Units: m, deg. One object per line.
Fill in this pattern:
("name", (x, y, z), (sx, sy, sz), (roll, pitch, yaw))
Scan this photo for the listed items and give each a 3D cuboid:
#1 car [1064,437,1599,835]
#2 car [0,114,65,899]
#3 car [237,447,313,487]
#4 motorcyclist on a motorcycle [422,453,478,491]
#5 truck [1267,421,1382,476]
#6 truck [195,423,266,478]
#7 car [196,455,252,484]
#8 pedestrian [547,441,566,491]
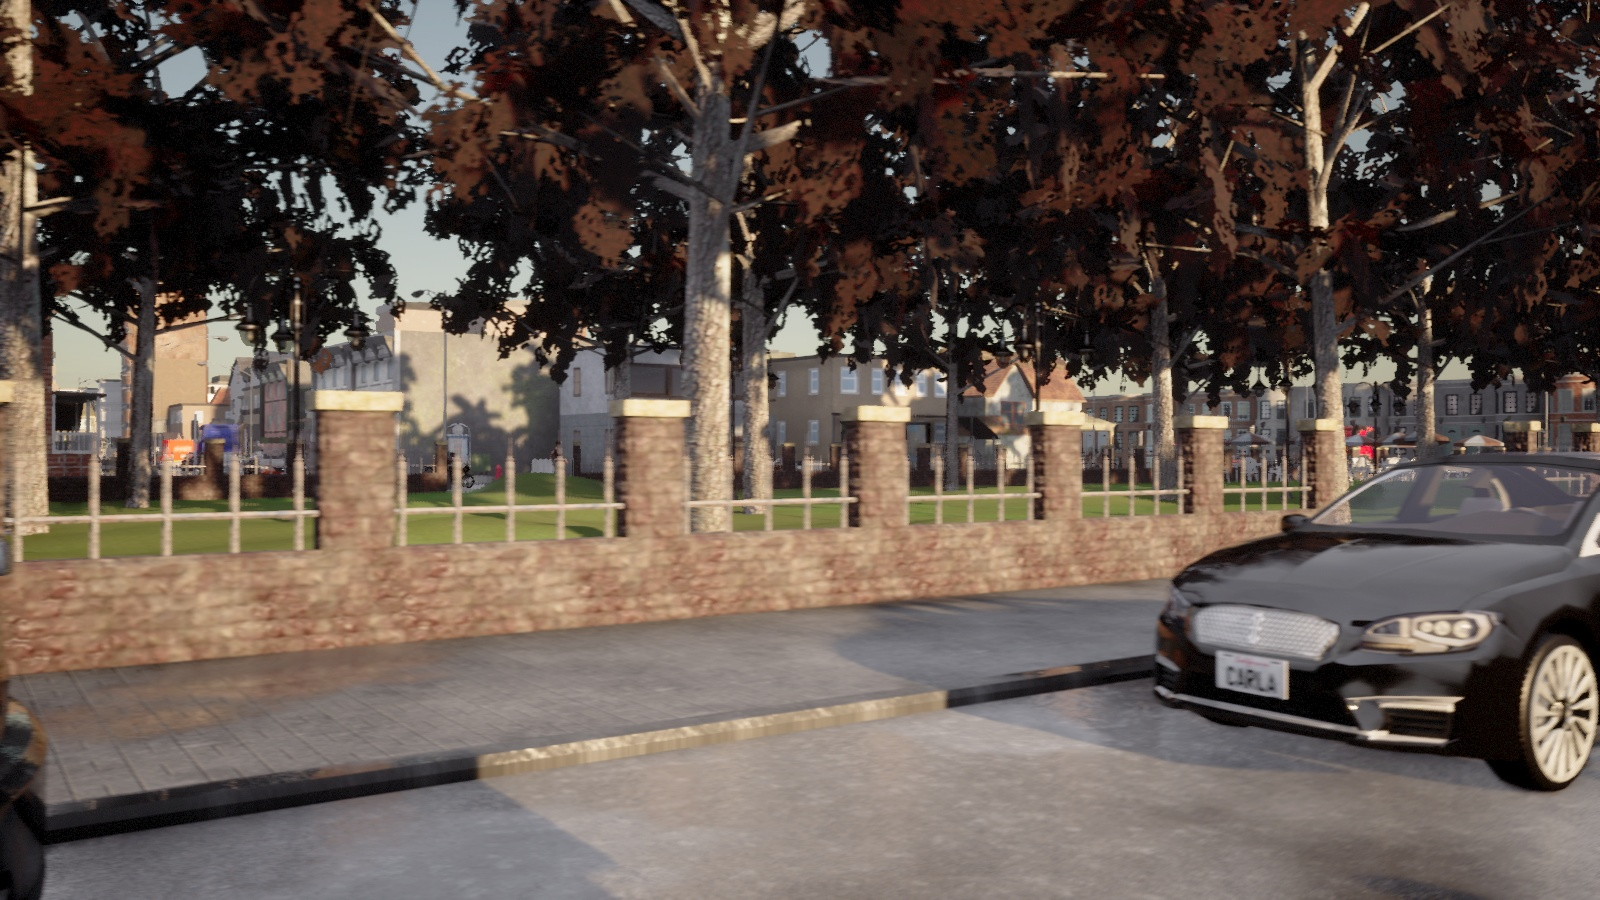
("car", (3.995, 0.710, 7.049), (4.902, 1.511, 2.128), (0, 0, -35))
("car", (-4.133, 0.476, 1.397), (5.566, 2.045, 2.150), (0, 0, -35))
("car", (-23.079, 0.707, 55.069), (2.152, 1.651, 5.027), (0, 0, -34))
("motorcyclist on a motorcycle", (-14.147, 0.881, 50.839), (2.044, 1.523, 0.797), (0, -2, -4))
("truck", (34.858, -0.106, 83.340), (7.936, 3.462, 2.891), (0, 0, -31))
("truck", (-38.016, 0.048, 83.638), (2.891, 3.462, 7.936), (0, 0, -35))
("car", (-29.616, 0.991, 64.540), (1.812, 1.442, 4.674), (0, 0, -35))
("pedestrian", (-9.043, 0.588, 46.634), (0.594, 1.836, 0.345), (0, 0, -34))
